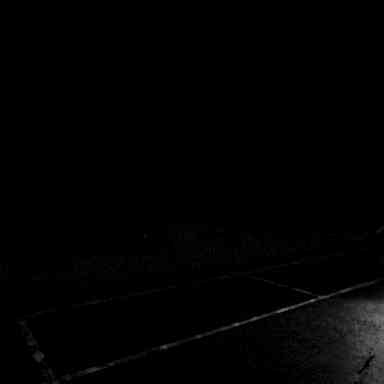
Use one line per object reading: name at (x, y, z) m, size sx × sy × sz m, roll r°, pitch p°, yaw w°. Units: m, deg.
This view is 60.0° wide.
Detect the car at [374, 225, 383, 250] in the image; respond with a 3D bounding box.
car at (8.882, 1.435, 12.969) m, size 4.097 × 1.590 × 1.967 m, roll 0°, pitch -1°, yaw -35°
